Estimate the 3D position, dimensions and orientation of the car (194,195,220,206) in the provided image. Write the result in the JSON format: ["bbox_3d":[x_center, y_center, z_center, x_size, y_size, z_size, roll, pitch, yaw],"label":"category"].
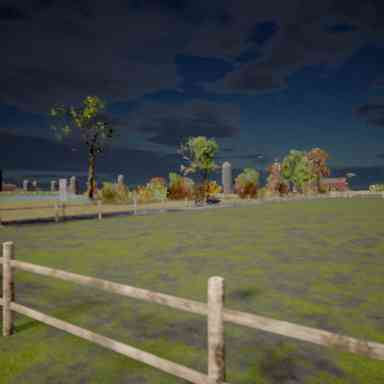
[{"bbox_3d":[2.207,1.206,47.965,1.837,1.490,4.892,-2,-1,35],"label":"car"}]
